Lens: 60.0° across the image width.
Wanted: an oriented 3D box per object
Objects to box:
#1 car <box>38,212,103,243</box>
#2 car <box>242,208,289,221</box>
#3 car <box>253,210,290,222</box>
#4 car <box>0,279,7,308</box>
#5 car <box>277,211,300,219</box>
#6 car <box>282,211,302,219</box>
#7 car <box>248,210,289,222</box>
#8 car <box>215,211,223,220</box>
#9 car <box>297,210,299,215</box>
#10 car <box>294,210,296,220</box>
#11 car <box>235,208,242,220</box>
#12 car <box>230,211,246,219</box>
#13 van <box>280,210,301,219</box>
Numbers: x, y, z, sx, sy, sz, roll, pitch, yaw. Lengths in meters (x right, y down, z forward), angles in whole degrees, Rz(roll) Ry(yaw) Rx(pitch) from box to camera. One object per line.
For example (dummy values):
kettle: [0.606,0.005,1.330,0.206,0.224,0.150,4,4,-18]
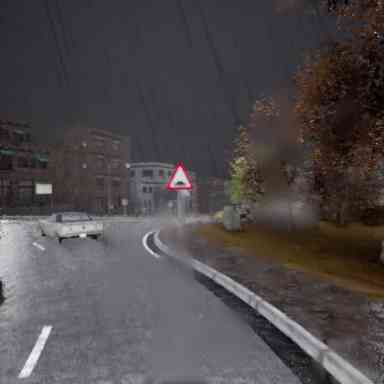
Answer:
car: [-6.223,1.652,16.581,1.895,1.301,4.718,0,0,-38]
car: [9.206,3.001,41.719,4.892,1.521,2.231,-1,-4,21]
car: [11.201,3.388,46.839,4.892,1.521,2.231,-1,-4,21]
car: [-3.555,1.633,3.225,1.895,1.301,4.718,-1,0,-11]
car: [21.132,5.010,72.621,4.553,1.767,2.185,-1,-3,21]
car: [24.120,5.447,80.179,4.553,1.767,2.185,-1,-3,21]
car: [10.199,3.195,44.281,5.008,1.535,2.097,-1,-4,21]
car: [5.397,3.913,56.211,1.882,1.535,5.008,-1,-4,21]
car: [16.151,4.341,59.659,4.674,1.452,2.002,-1,-4,21]
car: [13.006,3.762,52.035,5.366,1.575,1.946,-1,-4,21]
car: [8.594,3.659,55.473,2.150,2.045,5.566,-1,-4,21]
car: [9.162,4.581,65.944,1.882,1.535,5.008,-1,-4,21]
van: [22.993,5.206,77.673,4.442,1.987,1.878,-1,-3,21]
